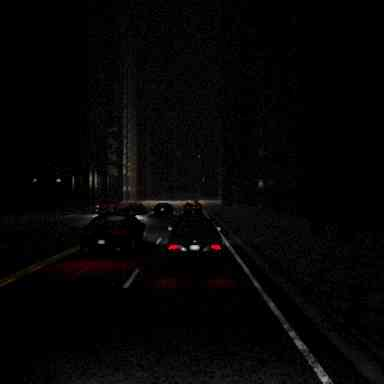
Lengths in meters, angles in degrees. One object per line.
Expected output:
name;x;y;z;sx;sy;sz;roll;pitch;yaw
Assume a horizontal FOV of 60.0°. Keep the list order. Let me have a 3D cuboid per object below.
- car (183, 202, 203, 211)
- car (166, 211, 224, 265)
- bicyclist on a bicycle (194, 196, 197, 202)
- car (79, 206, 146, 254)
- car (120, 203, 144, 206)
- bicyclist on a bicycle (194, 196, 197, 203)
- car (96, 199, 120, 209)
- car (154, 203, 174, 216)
car;0.102;1.781;35.547;2.128;1.511;4.902;0;0;0
car;0.088;1.653;12.005;2.033;1.411;5.357;0;0;0
bicyclist on a bicycle;0.900;1.994;76.365;0.582;1.620;1.656;0;-1;0
car;-3.159;1.600;14.078;1.882;1.535;5.008;0;0;0
car;-6.592;1.909;38.347;1.895;1.301;4.718;0;0;0
bicyclist on a bicycle;0.902;1.951;85.361;0.659;1.776;1.843;0;0;0
car;-9.839;1.668;39.409;2.097;1.767;4.553;0;0;0
car;-3.147;1.865;37.356;1.994;1.385;4.181;0;0;0
